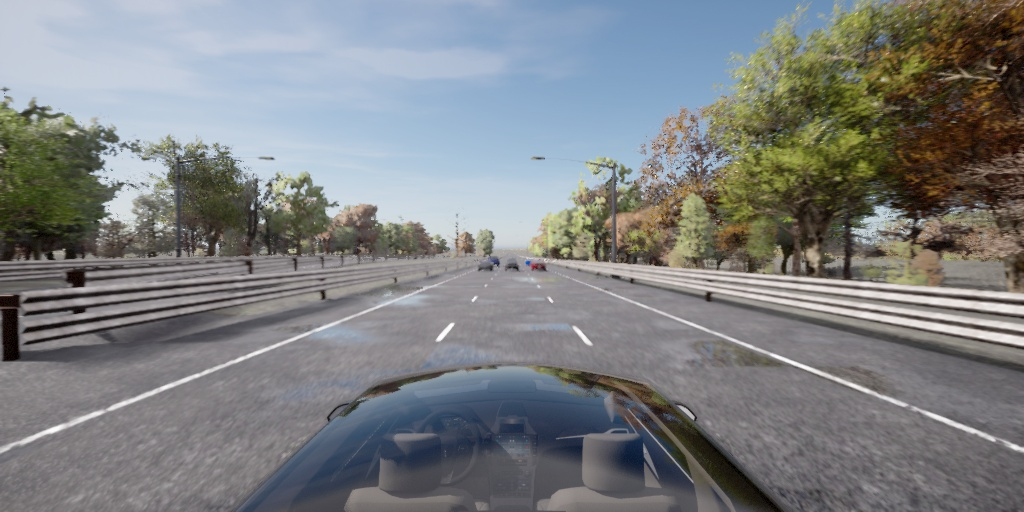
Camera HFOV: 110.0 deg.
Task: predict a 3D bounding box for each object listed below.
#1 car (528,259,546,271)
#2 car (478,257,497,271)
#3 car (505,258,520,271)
[{"bbox_3d":[3.515,1.222,48.090,1.882,1.535,5.008,0,0,0],"label":"car"},{"bbox_3d":[-3.485,1.237,48.090,2.128,1.511,4.902,0,0,0],"label":"car"},{"bbox_3d":[0.017,1.251,48.085,1.837,1.490,4.892,0,0,0],"label":"car"}]
